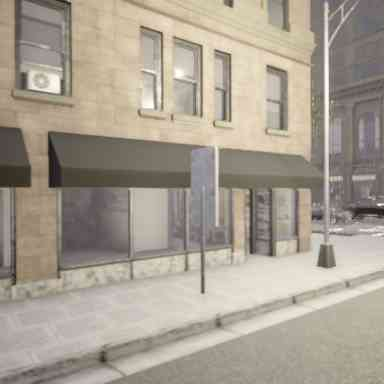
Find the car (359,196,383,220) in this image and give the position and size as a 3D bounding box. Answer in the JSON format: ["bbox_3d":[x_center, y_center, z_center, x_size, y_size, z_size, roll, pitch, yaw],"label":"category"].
[{"bbox_3d":[14.253,1.285,25.596,2.150,2.045,5.566,0,0,-38],"label":"car"}]

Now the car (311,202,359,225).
[{"bbox_3d":[9.802,1.625,25.454,1.812,1.442,4.674,0,0,-36],"label":"car"}]
